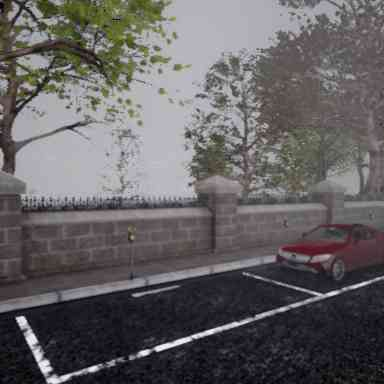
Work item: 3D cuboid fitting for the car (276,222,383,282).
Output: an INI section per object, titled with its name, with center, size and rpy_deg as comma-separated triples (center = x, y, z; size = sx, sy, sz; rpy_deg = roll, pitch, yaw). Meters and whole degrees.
[car]
center = 4.257, 1.561, 9.597
size = 4.206, 1.307, 1.802
rpy_deg = 0, 0, -36
